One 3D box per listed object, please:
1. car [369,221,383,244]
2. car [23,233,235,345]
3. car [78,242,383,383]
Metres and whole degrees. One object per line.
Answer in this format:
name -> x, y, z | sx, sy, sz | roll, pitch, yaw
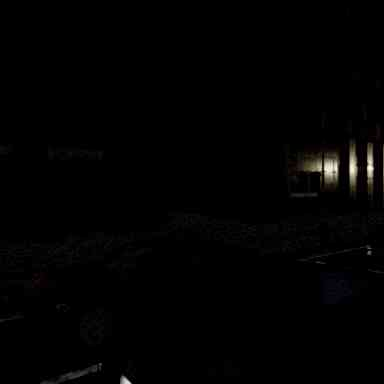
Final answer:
car -> 8.542, 1.458, 12.741 | 4.313, 1.339, 1.947 | -1, 0, -35
car -> -0.637, 1.522, 6.196 | 4.507, 1.381, 1.887 | -1, 0, -35
car -> 1.042, 1.540, 4.121 | 4.181, 1.385, 1.994 | -1, 0, -35
